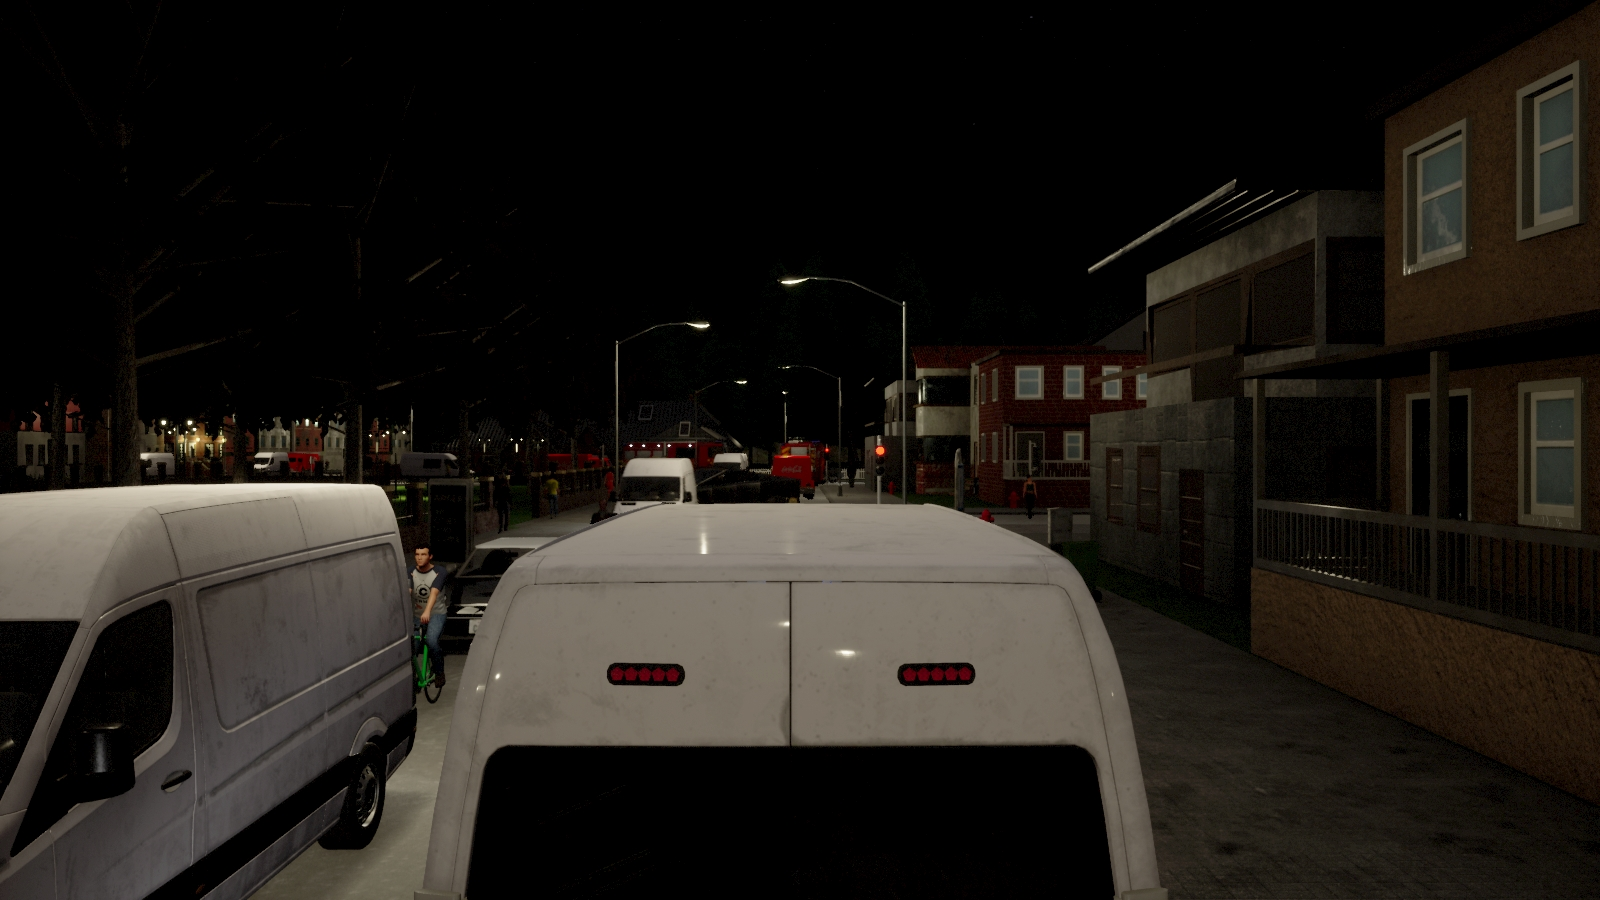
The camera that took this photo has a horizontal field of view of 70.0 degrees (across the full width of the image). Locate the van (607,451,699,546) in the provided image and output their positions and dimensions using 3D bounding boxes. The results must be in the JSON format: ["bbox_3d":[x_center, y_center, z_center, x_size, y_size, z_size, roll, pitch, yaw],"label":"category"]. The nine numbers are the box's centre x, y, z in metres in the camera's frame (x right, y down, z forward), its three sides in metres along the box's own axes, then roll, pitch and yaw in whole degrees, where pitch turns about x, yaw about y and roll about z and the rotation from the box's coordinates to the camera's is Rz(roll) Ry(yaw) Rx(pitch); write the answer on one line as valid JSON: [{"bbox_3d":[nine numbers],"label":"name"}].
[{"bbox_3d":[-4.226,1.314,33.722,1.988,2.561,5.915,0,0,0],"label":"van"}]

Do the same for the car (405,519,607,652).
[{"bbox_3d":[-4.090,1.845,16.538,1.970,1.475,3.806,0,0,0],"label":"car"}]

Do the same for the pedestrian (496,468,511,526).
[{"bbox_3d":[-9.592,1.525,36.943,0.375,1.860,0.375,0,0,0],"label":"pedestrian"}]

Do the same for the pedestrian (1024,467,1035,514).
[{"bbox_3d":[9.243,1.629,46.052,0.375,1.860,0.375,0,0,2],"label":"pedestrian"}]

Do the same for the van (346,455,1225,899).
[{"bbox_3d":[-0.041,1.314,5.541,1.988,2.561,5.915,0,0,0],"label":"van"}]

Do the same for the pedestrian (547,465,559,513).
[{"bbox_3d":[-9.661,1.526,44.656,0.375,1.860,0.375,0,0,-1],"label":"pedestrian"}]

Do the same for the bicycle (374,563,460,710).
[{"bbox_3d":[-4.053,1.936,12.189,0.373,1.296,1.643,0,0,0],"label":"bicycle"}]

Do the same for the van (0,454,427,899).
[{"bbox_3d":[-4.032,1.314,6.374,1.988,2.561,5.915,0,0,0],"label":"van"}]

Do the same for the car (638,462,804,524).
[{"bbox_3d":[-2.885,1.534,43.146,2.390,2.098,6.274,0,0,44],"label":"car"}]
